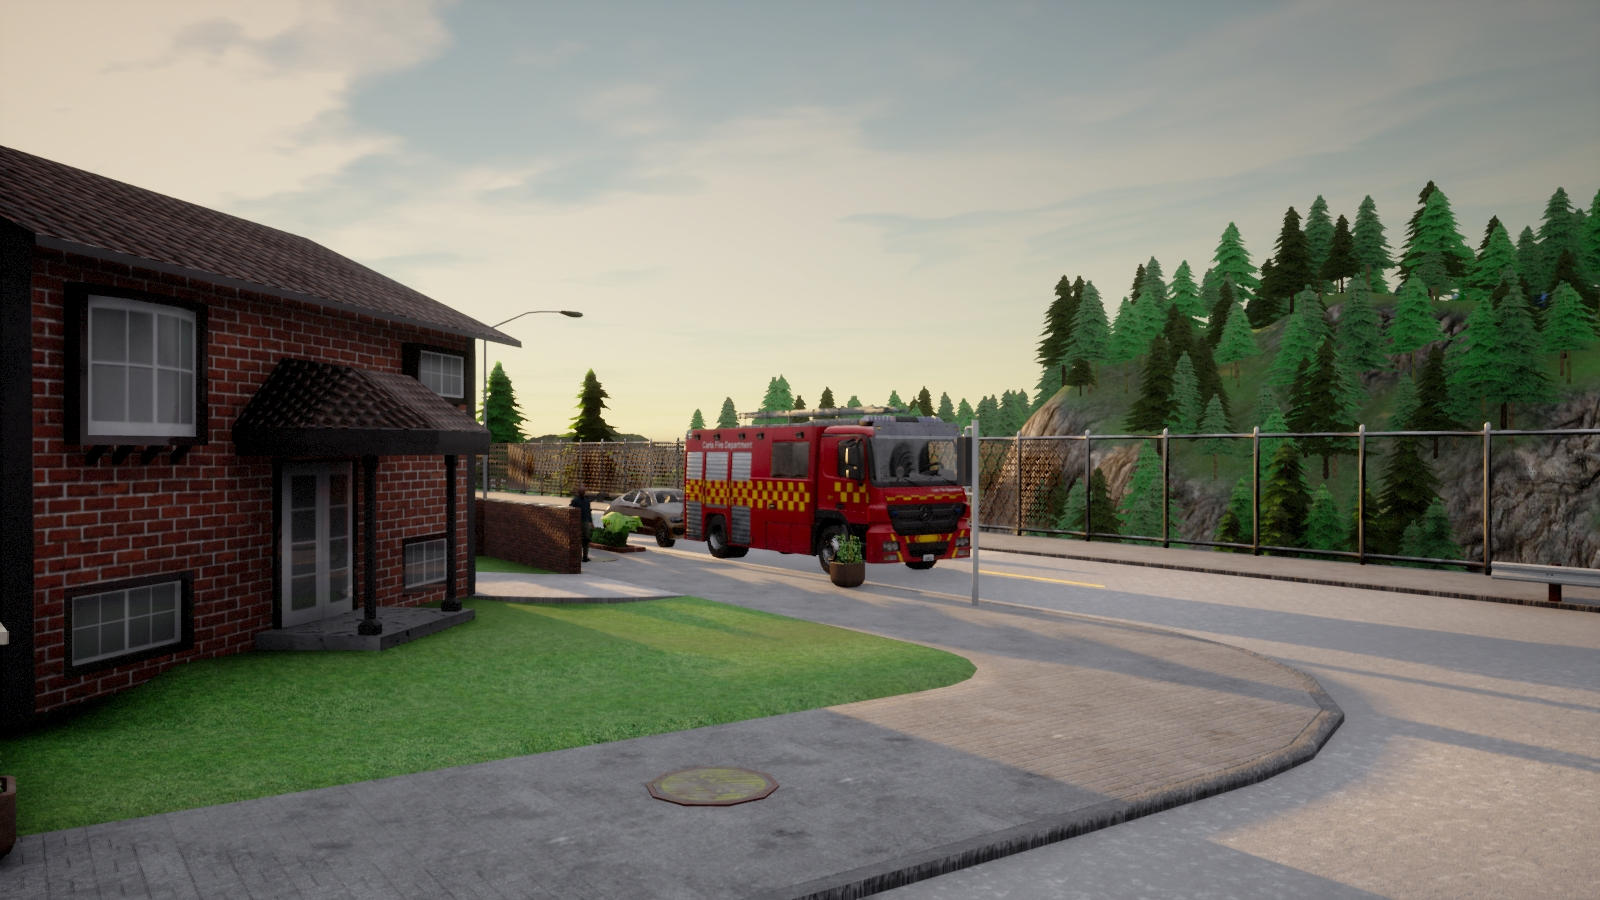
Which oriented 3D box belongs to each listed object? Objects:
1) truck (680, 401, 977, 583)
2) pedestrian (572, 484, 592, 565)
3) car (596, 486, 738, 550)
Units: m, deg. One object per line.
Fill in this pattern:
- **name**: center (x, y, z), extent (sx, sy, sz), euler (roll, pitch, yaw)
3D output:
- **truck**: center (0.367, 0.891, 28.302), extent (2.891, 3.827, 8.468), euler (0, 0, -35)
- **pedestrian**: center (-5.136, 1.745, 26.907), extent (0.375, 1.860, 0.375), euler (0, 0, -27)
- **car**: center (-4.125, 1.992, 34.731), extent (2.152, 1.651, 5.027), euler (0, 0, -35)
